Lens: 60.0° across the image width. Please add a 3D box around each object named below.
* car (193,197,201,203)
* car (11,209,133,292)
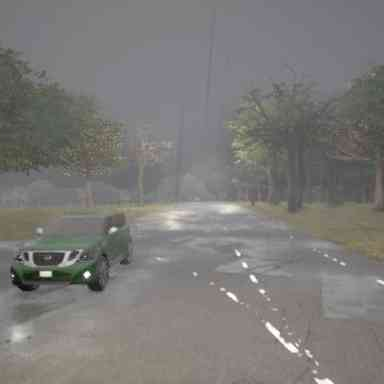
[{"bbox_3d":[1.402,2.174,90.431,1.812,1.442,4.674,-1,-1,9],"label":"car"},{"bbox_3d":[-3.382,1.633,10.632,2.150,2.045,5.566,-1,-1,2],"label":"car"}]
